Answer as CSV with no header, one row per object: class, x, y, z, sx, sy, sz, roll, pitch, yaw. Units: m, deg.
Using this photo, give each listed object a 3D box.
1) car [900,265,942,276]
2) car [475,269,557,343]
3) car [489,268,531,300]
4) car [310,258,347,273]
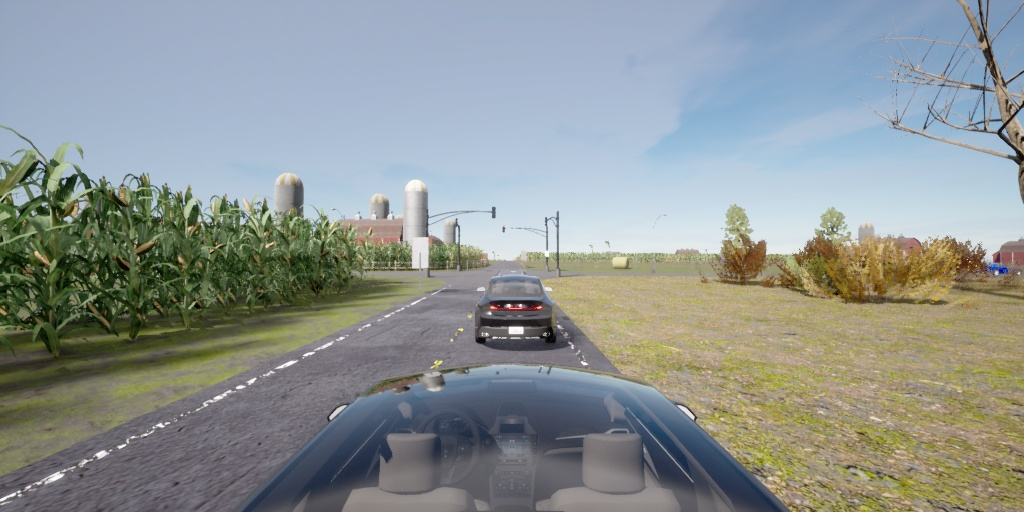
car,48.559,1.768,42.536,4.181,1.385,1.994,1,-1,-5
car,0.080,1.259,9.672,1.837,1.490,4.892,0,0,0
car,0.032,1.360,18.823,1.895,1.301,4.718,0,0,4
car,-19.828,0.931,37.659,4.553,1.767,2.097,0,-1,-3
